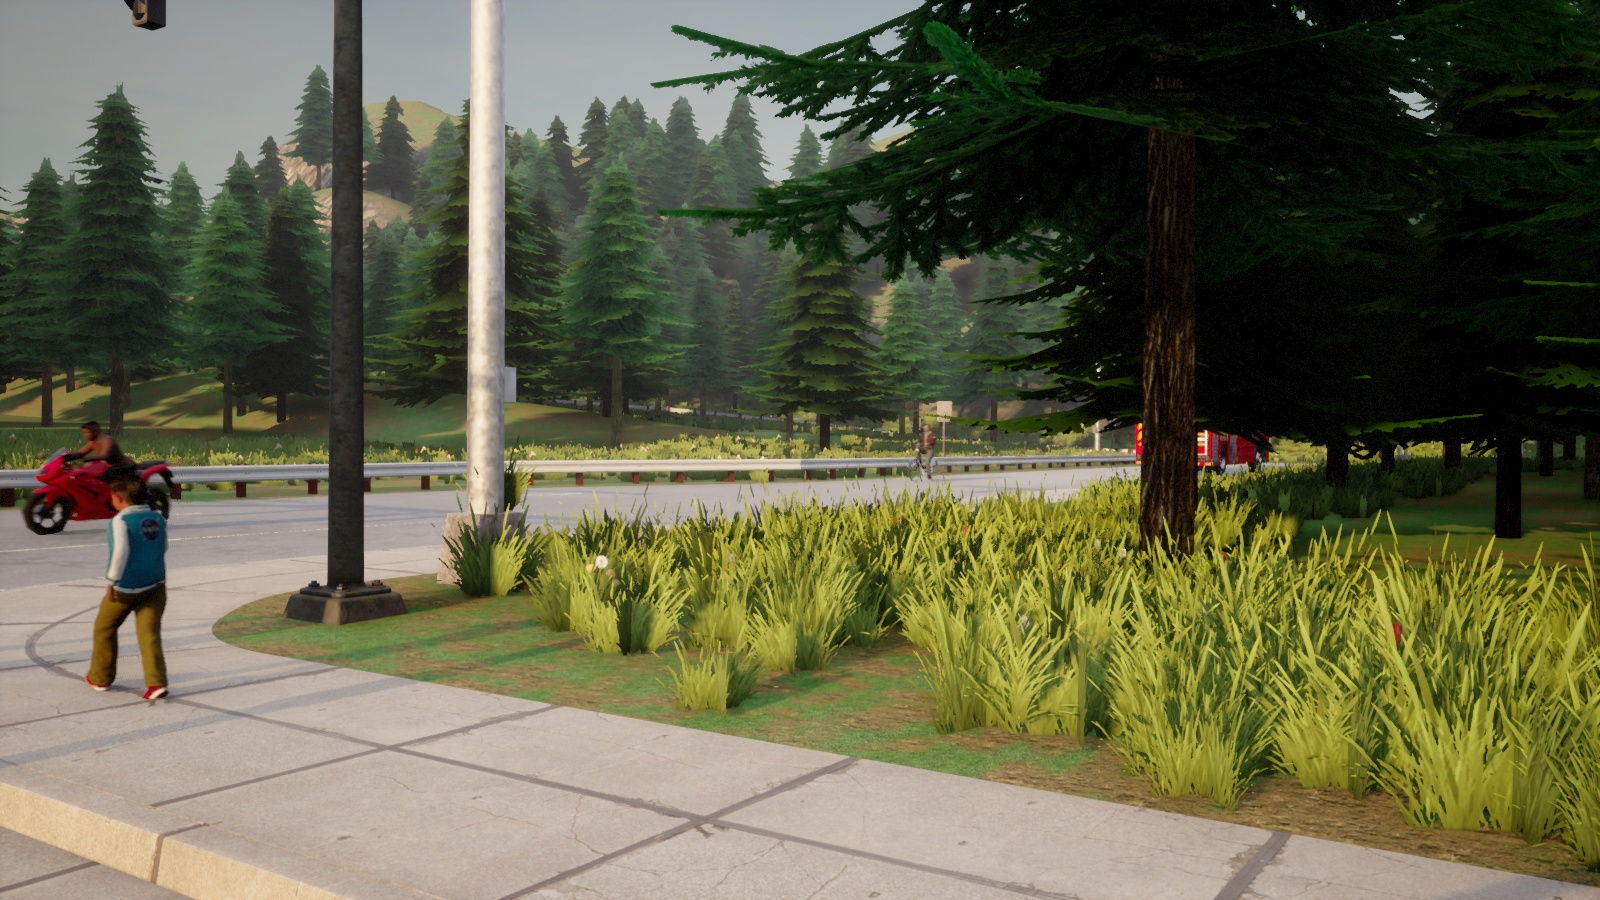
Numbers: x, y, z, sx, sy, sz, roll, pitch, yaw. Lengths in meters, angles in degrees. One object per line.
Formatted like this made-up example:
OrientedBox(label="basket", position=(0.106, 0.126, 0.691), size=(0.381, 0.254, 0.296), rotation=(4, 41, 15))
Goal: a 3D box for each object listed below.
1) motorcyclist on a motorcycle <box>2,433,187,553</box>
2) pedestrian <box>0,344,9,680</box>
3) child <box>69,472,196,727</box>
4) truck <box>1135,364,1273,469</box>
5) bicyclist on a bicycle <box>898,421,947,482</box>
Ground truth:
OrientedBox(label="motorcyclist on a motorcycle", position=(-9.557, 0.540, 17.094), size=(0.797, 1.523, 2.044), rotation=(0, 1, 33))
OrientedBox(label="pedestrian", position=(-4.753, 0.335, 6.843), size=(0.869, 1.805, 0.328), rotation=(0, 1, 28))
OrientedBox(label="child", position=(-3.288, 0.712, 6.191), size=(0.448, 1.192, 0.343), rotation=(0, 1, 28))
OrientedBox(label="truck", position=(16.175, -1.287, 49.850), size=(2.891, 3.827, 8.468), rotation=(0, 1, 35))
OrientedBox(label="bicyclist on a bicycle", position=(3.695, 0.026, 37.738), size=(0.659, 1.776, 1.843), rotation=(0, 1, 33))
